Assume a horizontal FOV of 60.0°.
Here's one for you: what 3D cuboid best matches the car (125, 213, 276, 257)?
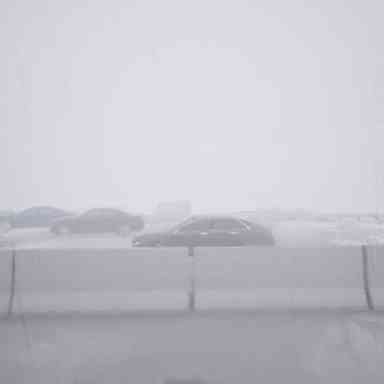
[{"bbox_3d":[0.384,1.541,11.472,4.892,1.490,1.837,0,0,-3],"label":"car"}]

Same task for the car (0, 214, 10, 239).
[{"bbox_3d":[-10.782,1.604,13.956,5.008,1.535,1.882,0,0,-7],"label":"car"}]

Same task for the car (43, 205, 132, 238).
[{"bbox_3d":[-5.057,1.575,18.089,5.008,1.535,1.882,0,0,-5],"label":"car"}]

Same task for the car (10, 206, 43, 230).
[{"bbox_3d":[-9.743,1.619,21.128,5.008,1.535,1.882,0,0,-6],"label":"car"}]
